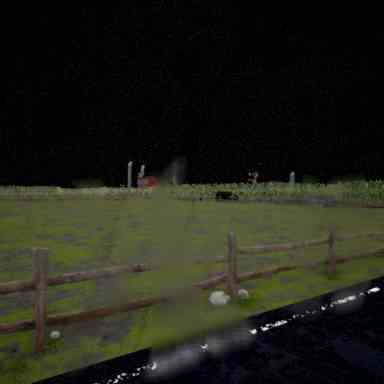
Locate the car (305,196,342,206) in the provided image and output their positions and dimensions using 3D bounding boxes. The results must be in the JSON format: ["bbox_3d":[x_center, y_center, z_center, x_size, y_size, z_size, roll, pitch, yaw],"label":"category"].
[{"bbox_3d":[19.672,1.325,50.015,2.033,1.411,5.357,1,0,-35],"label":"car"}]

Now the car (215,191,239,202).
[{"bbox_3d":[7.120,0.854,67.989,2.150,2.045,5.566,1,0,-35],"label":"car"}]
